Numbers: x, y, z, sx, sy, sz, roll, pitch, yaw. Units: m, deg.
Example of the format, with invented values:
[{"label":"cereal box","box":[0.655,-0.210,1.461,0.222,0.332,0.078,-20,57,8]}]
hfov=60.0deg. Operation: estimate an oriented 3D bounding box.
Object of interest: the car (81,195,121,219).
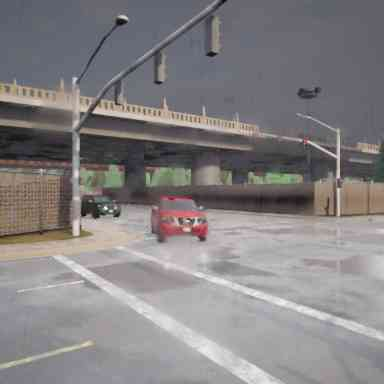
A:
[{"label":"car","box":[-8.366,1.285,30.034,2.150,2.045,5.566,0,0,-36]}]

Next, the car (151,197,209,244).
[{"label":"car","box":[-0.775,1.265,16.592,2.150,2.045,5.566,0,-1,-12]}]

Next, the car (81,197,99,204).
[{"label":"car","box":[-19.746,1.630,64.291,1.994,1.385,4.181,0,0,-36]}]

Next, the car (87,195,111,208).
[{"label":"car","box":[-14.103,1.417,50.404,2.097,1.767,4.553,0,0,-36]}]
